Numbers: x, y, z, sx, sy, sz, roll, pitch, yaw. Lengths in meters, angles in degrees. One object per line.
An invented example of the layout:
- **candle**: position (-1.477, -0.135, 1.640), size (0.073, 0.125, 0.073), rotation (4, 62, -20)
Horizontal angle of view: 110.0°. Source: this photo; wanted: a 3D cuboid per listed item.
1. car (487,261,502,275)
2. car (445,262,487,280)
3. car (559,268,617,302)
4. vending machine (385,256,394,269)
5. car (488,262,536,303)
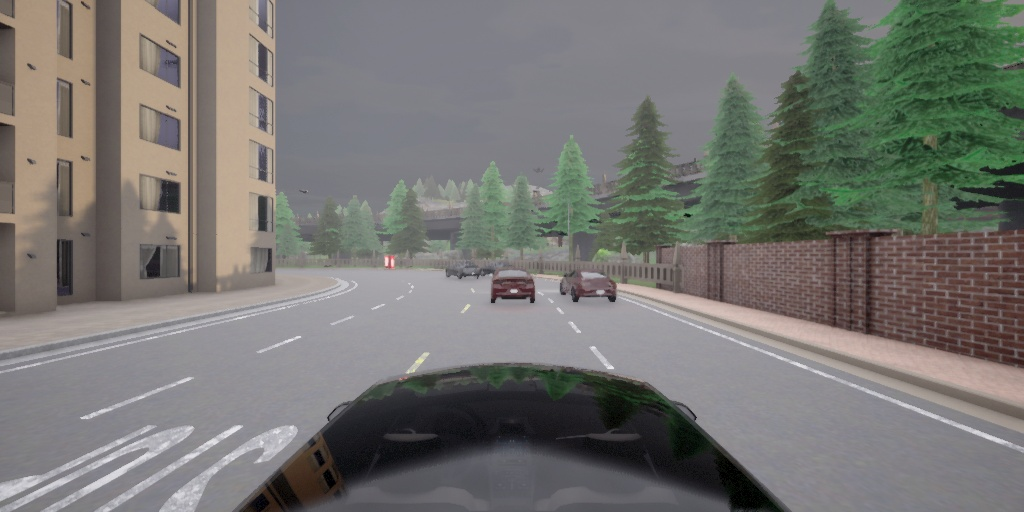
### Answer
- **car**: position (-1.371, 1.245, 33.380), size (2.128, 1.511, 4.902), rotation (0, 0, -30)
- **car**: position (-4.408, 1.245, 31.639), size (2.128, 1.511, 4.902), rotation (0, 0, -30)
- **car**: position (3.463, 1.283, 16.735), size (1.812, 1.442, 4.674), rotation (0, 0, -3)
- **vending machine**: position (-18.035, 0.944, 52.789), size (0.880, 2.100, 1.100), rotation (0, 0, 22)
- **car**: position (-0.033, 1.235, 16.578), size (1.882, 1.535, 5.008), rotation (0, 0, -3)
